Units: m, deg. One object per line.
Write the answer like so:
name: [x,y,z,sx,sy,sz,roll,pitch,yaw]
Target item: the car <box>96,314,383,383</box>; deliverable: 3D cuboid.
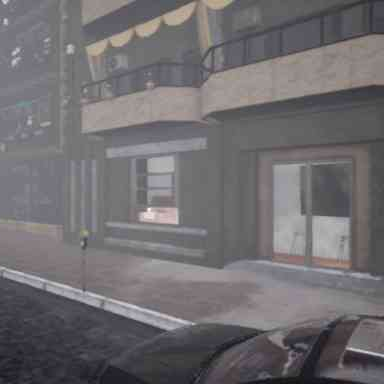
car: [1.153,1.550,2.058,4.403,1.369,2.008,0,0,36]
